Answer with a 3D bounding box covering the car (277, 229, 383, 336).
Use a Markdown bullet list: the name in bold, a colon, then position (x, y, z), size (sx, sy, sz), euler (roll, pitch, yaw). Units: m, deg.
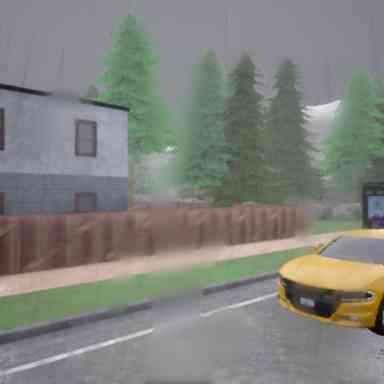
- **car**: position (3.863, 1.555, 7.022), size (5.008, 1.535, 1.882), euler (0, -1, -38)
